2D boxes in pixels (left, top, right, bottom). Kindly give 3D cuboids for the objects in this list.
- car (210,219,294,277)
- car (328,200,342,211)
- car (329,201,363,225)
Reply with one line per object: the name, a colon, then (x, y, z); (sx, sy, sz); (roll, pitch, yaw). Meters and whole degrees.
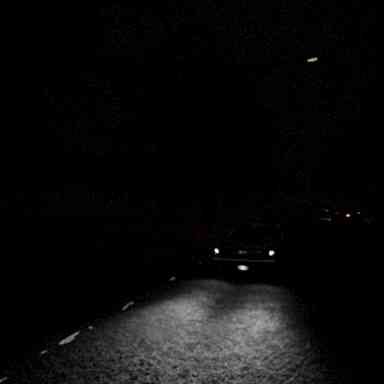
car: (2.101, 1.601, 10.586); (1.895, 1.301, 4.718); (-2, 0, 21)
car: (16.998, 1.631, 38.883); (1.994, 1.385, 4.181); (0, 0, 22)
car: (11.466, 1.594, 24.698); (1.994, 1.385, 4.181); (0, 0, 22)
